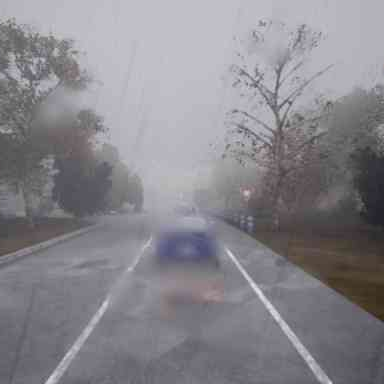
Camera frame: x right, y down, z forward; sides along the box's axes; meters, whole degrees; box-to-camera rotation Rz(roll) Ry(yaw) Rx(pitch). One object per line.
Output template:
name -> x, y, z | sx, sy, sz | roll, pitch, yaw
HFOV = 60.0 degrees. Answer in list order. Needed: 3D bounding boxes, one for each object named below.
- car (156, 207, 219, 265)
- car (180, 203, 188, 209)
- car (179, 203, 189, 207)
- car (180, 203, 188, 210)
car -> -0.169, 1.498, 11.798 | 1.882, 1.535, 5.008 | 0, 0, -1
car -> -1.980, 3.461, 82.074 | 1.882, 1.535, 5.008 | 0, -2, -1
car -> -0.575, 1.870, 28.310 | 1.895, 1.301, 4.718 | 0, -1, -1
car -> -1.726, 3.208, 71.885 | 1.812, 1.442, 4.674 | 0, -2, -1
